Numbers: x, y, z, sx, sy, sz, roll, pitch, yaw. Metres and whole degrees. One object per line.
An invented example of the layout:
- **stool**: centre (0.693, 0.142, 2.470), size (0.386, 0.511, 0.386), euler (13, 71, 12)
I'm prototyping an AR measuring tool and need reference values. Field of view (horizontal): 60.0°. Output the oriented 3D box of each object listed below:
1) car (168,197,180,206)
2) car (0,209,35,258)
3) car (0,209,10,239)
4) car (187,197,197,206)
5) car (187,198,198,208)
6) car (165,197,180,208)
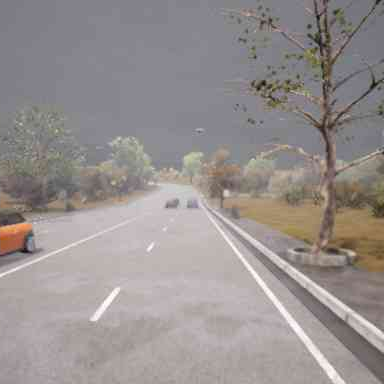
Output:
- **car**: centre (-3.455, 1.763, 65.770), size (2.128, 1.511, 4.902), euler (0, 1, 0)
- **car**: centre (-7.083, 1.408, 10.878), size (2.097, 1.767, 4.553), euler (0, 0, 0)
- **car**: centre (-10.567, 1.607, 15.273), size (1.812, 1.442, 4.674), euler (0, -1, 0)
- **car**: centre (0.045, 1.810, 65.768), size (1.812, 1.442, 4.674), euler (0, 1, 0)
- **car**: centre (0.037, 1.910, 55.420), size (2.033, 1.411, 5.357), euler (0, 0, 0)
- **car**: centre (-3.463, 1.906, 55.423), size (2.033, 1.411, 5.357), euler (0, 0, 0)
